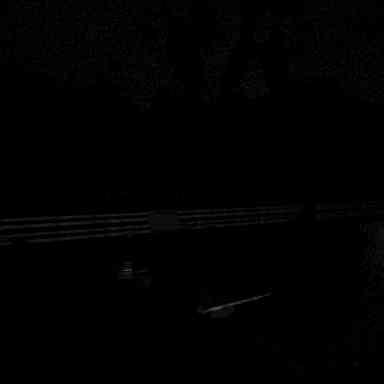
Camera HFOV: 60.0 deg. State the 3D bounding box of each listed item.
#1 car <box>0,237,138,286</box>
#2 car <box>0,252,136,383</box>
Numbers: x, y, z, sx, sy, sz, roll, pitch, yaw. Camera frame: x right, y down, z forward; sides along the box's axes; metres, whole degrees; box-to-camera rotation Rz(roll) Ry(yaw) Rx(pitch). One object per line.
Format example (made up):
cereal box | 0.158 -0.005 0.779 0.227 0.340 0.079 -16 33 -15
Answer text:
car | -3.230 1.519 5.714 4.674 1.442 1.812 0 0 -35
car | -2.856 1.499 1.681 4.902 1.511 2.128 0 0 -36
